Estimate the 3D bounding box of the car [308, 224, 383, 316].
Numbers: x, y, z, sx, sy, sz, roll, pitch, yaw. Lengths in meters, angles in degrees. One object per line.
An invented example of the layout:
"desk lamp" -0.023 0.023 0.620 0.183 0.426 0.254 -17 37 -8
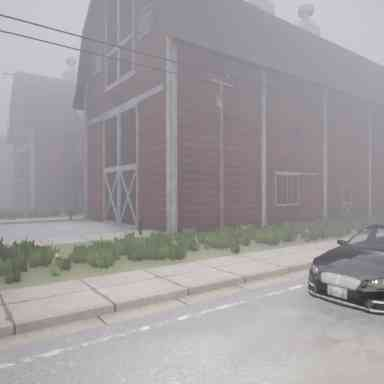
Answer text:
"car" 4.521 1.464 7.216 4.902 1.511 2.128 0 0 -36
